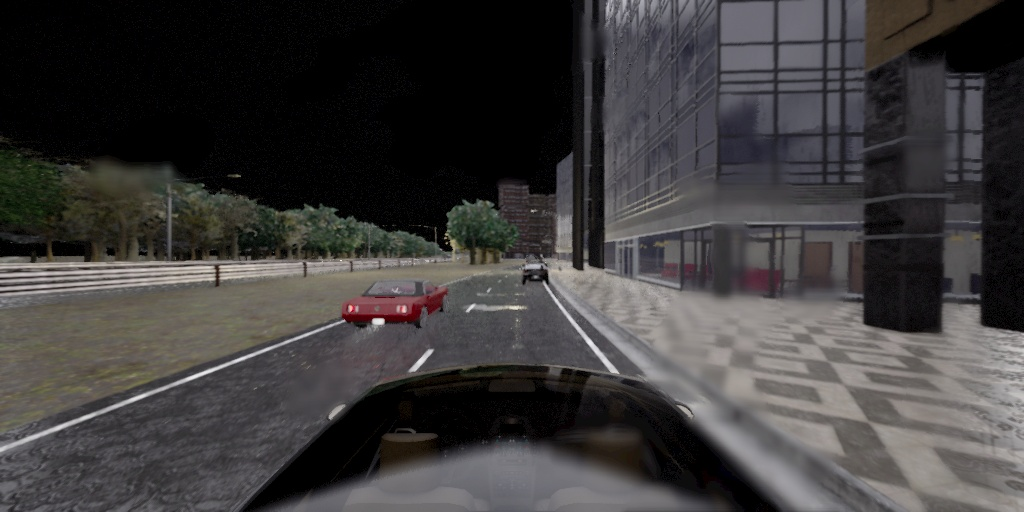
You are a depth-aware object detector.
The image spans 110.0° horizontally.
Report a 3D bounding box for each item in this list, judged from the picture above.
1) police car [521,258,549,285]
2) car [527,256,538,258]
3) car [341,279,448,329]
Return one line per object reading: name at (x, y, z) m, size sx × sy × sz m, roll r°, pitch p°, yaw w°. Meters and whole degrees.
police car at (1.707, 1.187, 26.474) m, size 1.930 × 1.638 × 5.238 m, roll 0°, pitch 0°, yaw 3°
car at (2.768, 1.130, 42.098) m, size 2.097 × 1.767 × 4.553 m, roll 0°, pitch 0°, yaw 5°
car at (-3.277, 1.349, 11.149) m, size 1.895 × 1.301 × 4.718 m, roll 0°, pitch 0°, yaw 1°
